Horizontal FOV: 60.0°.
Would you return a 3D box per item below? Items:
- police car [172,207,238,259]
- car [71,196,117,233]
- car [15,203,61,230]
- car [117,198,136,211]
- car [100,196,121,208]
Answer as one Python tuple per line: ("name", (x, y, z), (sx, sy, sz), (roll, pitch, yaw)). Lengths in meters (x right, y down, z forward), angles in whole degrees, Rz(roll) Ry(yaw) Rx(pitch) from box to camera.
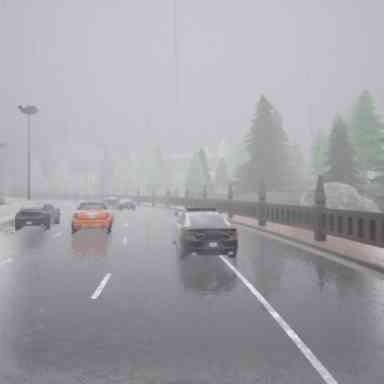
("police car", (0.321, 1.400, 12.712), (1.930, 1.638, 5.238), (0, 0, -7))
("car", (-5.730, 1.312, 19.655), (2.097, 1.767, 4.553), (0, 0, -11))
("car", (-9.517, 1.462, 20.794), (1.837, 1.490, 4.892), (0, 0, -12))
("car", (-7.909, 1.446, 39.192), (1.812, 1.442, 4.674), (0, 0, -22))
("car", (-11.783, 1.380, 48.003), (1.882, 1.535, 5.008), (0, 0, -27))
